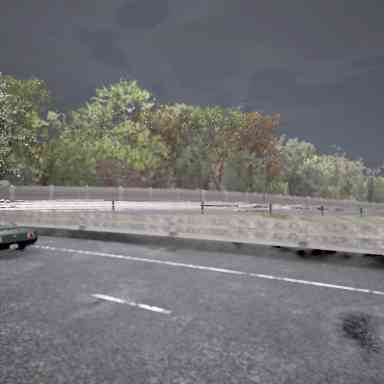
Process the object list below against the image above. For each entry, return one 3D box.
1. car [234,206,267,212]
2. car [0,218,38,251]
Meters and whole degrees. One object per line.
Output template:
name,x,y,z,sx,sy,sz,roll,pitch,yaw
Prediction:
car,8.664,2.271,49.160,5.357,1.411,2.033,3,-2,-30
car,-8.210,1.629,12.722,4.718,1.301,1.895,0,0,28
